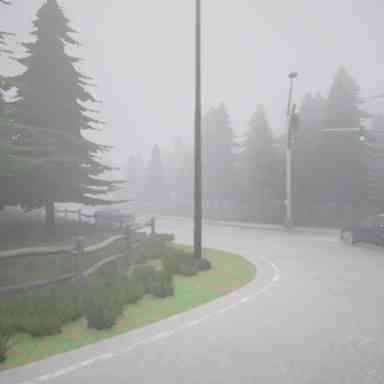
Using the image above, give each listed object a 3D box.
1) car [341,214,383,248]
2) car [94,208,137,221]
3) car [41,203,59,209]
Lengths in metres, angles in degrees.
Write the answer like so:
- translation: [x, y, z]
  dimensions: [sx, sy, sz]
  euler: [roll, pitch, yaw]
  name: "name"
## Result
- translation: [8.256, 1.702, 13.999]
  dimensions: [1.837, 1.490, 4.892]
  euler: [3, -1, -6]
  name: "car"
- translation: [-6.170, 1.941, 26.539]
  dimensions: [1.895, 1.301, 4.718]
  euler: [1, -1, -35]
  name: "car"
- translation: [-20.468, 1.828, 47.080]
  dimensions: [2.150, 2.045, 5.566]
  euler: [1, -1, -35]
  name: "car"
